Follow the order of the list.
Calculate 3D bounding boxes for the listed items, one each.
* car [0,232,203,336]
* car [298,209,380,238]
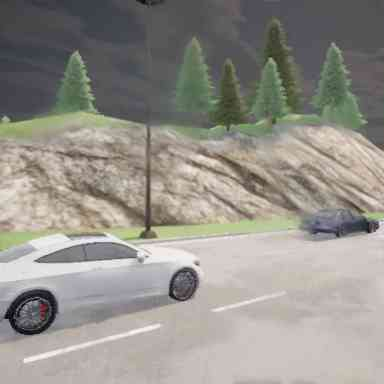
[{"bbox_3d":[-1.941,1.535,6.668,4.674,1.442,1.812,0,0,-35],"label":"car"},{"bbox_3d":[8.073,1.618,18.102,5.357,1.411,2.033,0,0,-36],"label":"car"}]
